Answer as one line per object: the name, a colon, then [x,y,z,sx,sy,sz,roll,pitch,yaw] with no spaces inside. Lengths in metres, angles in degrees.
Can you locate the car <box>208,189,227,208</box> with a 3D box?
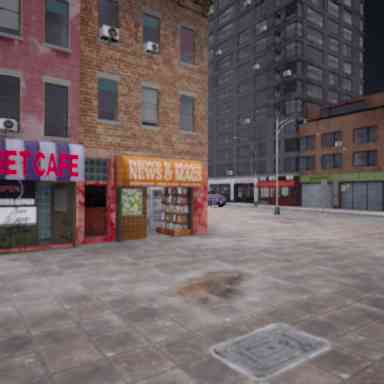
car: [1.504,0.678,37.291,2.150,2.045,5.566,0,1,-35]
